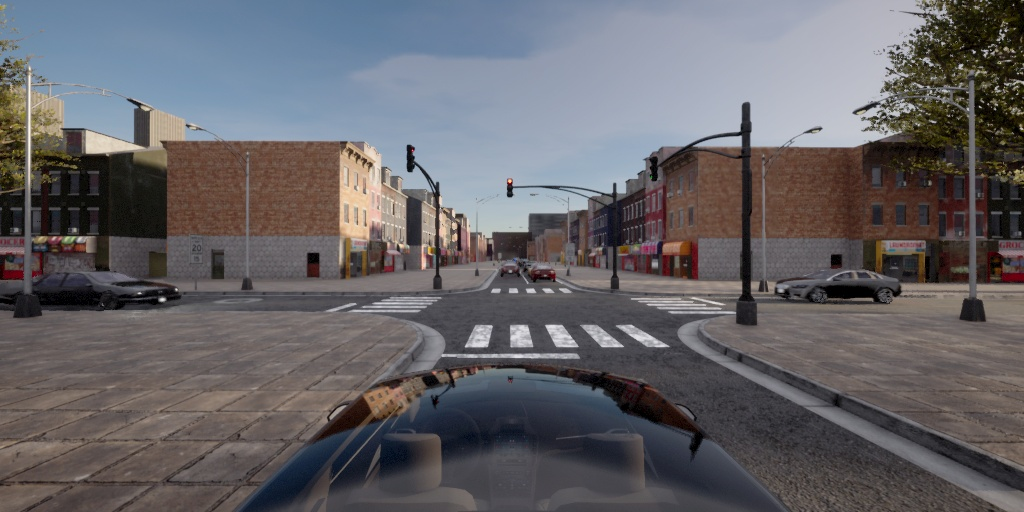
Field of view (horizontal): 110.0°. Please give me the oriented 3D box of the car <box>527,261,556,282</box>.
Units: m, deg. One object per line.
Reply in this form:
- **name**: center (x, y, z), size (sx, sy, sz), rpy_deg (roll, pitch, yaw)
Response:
- **car**: center (2.430, 1.312, 28.653), size (1.888, 1.381, 4.507), rpy_deg (0, 0, 0)

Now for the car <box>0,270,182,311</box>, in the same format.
- **car**: center (-15.777, 1.249, 13.445), size (5.357, 1.411, 2.033), rpy_deg (0, 0, 0)

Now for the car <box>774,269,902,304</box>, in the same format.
- **car**: center (14.811, 1.337, 16.452), size (4.902, 1.511, 2.128), rpy_deg (0, 0, 0)

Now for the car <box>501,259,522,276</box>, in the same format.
- **car**: center (-0.175, 1.306, 37.370), size (1.812, 1.442, 4.674), rpy_deg (0, 0, 0)

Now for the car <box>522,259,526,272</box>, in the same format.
- **car**: center (2.297, 1.365, 45.690), size (1.948, 1.339, 4.313), rpy_deg (0, 0, 0)

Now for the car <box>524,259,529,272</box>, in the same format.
- **car**: center (2.384, 1.300, 34.502), size (1.751, 1.417, 4.829), rpy_deg (0, 0, 0)
